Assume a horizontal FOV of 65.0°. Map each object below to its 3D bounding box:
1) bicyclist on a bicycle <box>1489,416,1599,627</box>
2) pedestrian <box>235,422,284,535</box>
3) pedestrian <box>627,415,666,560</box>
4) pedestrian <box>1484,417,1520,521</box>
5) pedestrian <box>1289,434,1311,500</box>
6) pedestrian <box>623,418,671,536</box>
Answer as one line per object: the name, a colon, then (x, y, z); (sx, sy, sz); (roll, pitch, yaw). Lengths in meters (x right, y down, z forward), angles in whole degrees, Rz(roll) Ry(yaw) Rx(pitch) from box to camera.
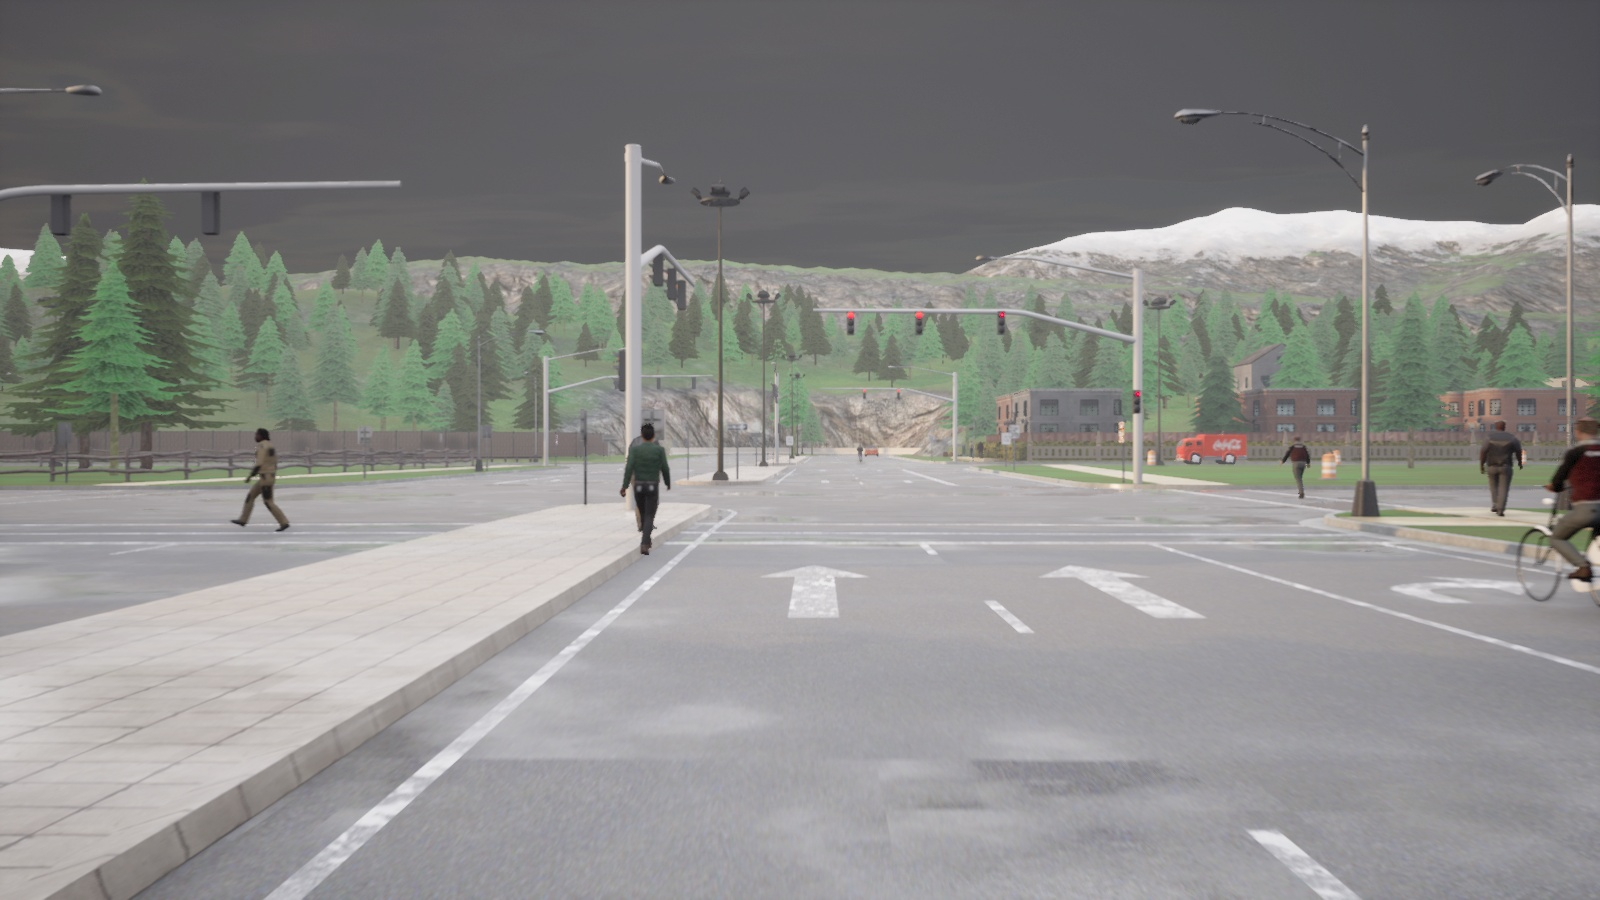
bicyclist on a bicycle: (7.081, 0.596, 11.388); (0.659, 1.776, 1.843); (0, 0, 0)
pedestrian: (-9.321, 0.482, 21.684); (0.692, 1.930, 0.396); (0, 0, -6)
pedestrian: (-2.101, 0.500, 17.196); (0.423, 1.949, 0.788); (0, 0, 1)
pedestrian: (13.032, 0.340, 23.330); (0.563, 1.883, 0.849); (0, 0, 28)
pedestrian: (14.135, 0.467, 35.505); (0.376, 1.854, 0.720); (0, 0, 2)
pedestrian: (-2.455, 0.425, 20.139); (0.540, 1.848, 0.694); (0, 0, 16)
